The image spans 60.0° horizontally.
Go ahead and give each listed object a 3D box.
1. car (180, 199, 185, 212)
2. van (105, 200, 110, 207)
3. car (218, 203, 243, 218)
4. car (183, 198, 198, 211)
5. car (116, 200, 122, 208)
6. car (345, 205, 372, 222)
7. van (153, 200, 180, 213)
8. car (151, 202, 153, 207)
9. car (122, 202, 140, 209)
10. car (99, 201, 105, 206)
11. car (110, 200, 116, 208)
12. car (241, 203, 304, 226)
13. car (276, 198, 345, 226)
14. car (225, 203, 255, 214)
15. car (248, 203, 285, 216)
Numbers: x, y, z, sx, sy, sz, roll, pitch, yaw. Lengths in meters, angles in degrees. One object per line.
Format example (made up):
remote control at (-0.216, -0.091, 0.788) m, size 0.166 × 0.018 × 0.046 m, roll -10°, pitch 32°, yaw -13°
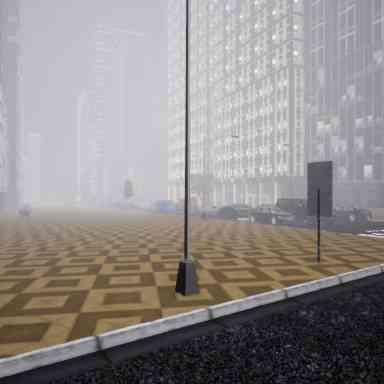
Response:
car at (-2.943, 2.254, 50.832) m, size 1.837 × 1.490 × 4.892 m, roll 0°, pitch -2°, yaw -25°
van at (-18.290, 2.634, 76.594) m, size 1.690 × 1.788 × 3.998 m, roll -1°, pitch -1°, yaw -26°
car at (4.476, 2.001, 35.362) m, size 1.994 × 1.385 × 4.181 m, roll 0°, pitch -1°, yaw -25°
car at (-0.951, 2.017, 53.827) m, size 2.150 × 2.045 × 5.566 m, roll 0°, pitch -1°, yaw -25°
car at (-13.331, 2.602, 66.306) m, size 1.752 × 1.417 × 4.829 m, roll -1°, pitch -1°, yaw -26°
car at (13.675, 1.854, 29.561) m, size 2.008 × 1.369 × 4.403 m, roll -1°, pitch -1°, yaw -26°
van at (-3.643, 2.005, 46.195) m, size 1.690 × 1.788 × 3.998 m, roll -1°, pitch -1°, yaw -26°
car at (-5.597, 2.497, 63.389) m, size 1.837 × 1.490 × 4.892 m, roll 0°, pitch -1°, yaw -26°
car at (-10.963, 2.525, 61.392) m, size 2.008 × 1.369 × 4.403 m, roll -1°, pitch -1°, yaw -26°
car at (-23.168, 3.053, 86.725) m, size 1.887 × 1.381 × 4.507 m, roll -1°, pitch -1°, yaw -26°
car at (-15.845, 2.731, 71.526) m, size 1.887 × 1.381 × 4.507 m, roll -1°, pitch -1°, yaw -26°
car at (6.126, 1.814, 25.924) m, size 2.008 × 1.369 × 4.403 m, roll -1°, pitch -1°, yaw -26°
car at (8.806, 1.484, 26.354) m, size 2.150 × 2.045 × 5.566 m, roll 0°, pitch -1°, yaw -26°
car at (6.352, 2.168, 44.762) m, size 1.947 × 1.339 × 4.313 m, roll -1°, pitch -1°, yaw -26°
car at (8.793, 2.068, 39.695) m, size 1.947 × 1.339 × 4.313 m, roll -1°, pitch -1°, yaw -26°
